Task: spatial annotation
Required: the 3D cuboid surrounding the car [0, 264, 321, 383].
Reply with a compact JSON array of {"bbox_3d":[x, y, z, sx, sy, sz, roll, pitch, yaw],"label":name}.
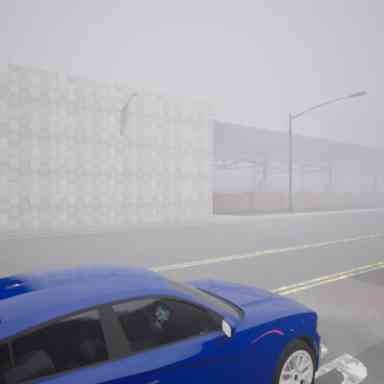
[{"bbox_3d":[-0.776,1.477,3.196,5.008,1.535,1.882,0,0,-36],"label":"car"}]
